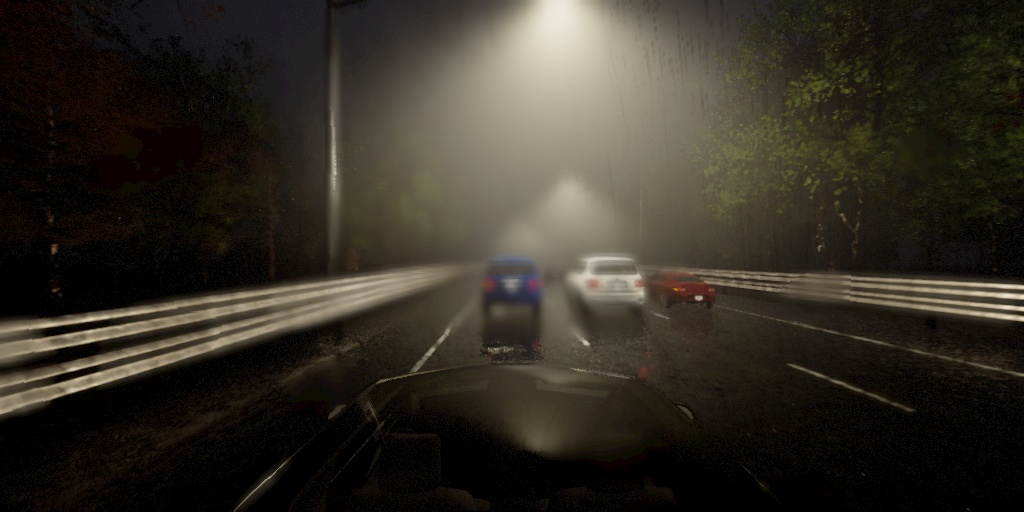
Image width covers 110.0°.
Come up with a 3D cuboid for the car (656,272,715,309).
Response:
[{"bbox_3d":[7.027,1.417,15.737,1.812,1.442,4.674,0,0,1],"label":"car"}]

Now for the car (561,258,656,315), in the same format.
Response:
[{"bbox_3d":[3.513,1.104,14.423,2.150,2.045,5.566,0,0,0],"label":"car"}]

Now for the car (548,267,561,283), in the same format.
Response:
[{"bbox_3d":[3.526,1.599,30.226,1.994,1.385,4.181,0,0,0],"label":"car"}]

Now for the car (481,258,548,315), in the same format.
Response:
[{"bbox_3d":[0.012,1.103,14.402,2.150,2.045,5.566,0,0,0],"label":"car"}]
